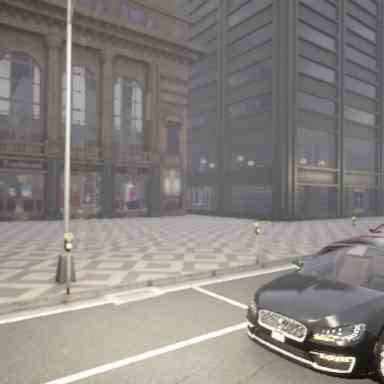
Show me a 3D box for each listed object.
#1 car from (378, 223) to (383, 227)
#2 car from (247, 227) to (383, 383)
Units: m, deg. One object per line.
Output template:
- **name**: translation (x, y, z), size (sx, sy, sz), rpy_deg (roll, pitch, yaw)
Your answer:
- **car**: translation (7.640, 1.717, 12.035), size (4.507, 1.381, 1.887), rpy_deg (1, -1, -36)
- **car**: translation (3.045, 1.580, 5.566), size (4.892, 1.490, 1.837), rpy_deg (1, -1, -36)
